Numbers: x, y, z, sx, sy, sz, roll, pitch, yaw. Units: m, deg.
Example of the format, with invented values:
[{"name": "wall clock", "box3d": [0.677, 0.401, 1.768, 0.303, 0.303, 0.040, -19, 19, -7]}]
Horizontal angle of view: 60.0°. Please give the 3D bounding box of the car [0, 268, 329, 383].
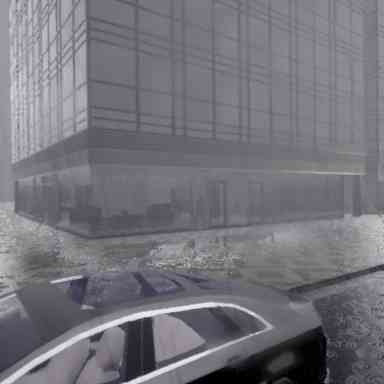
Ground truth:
[{"name": "car", "box3d": [-0.928, 1.497, 2.595, 4.902, 1.511, 2.128, 0, 0, -36]}]
